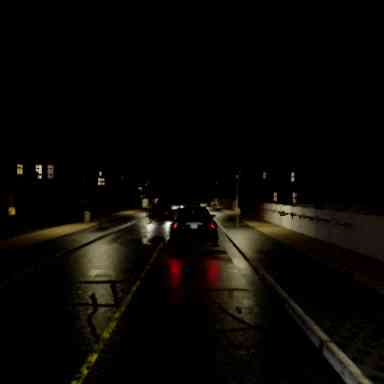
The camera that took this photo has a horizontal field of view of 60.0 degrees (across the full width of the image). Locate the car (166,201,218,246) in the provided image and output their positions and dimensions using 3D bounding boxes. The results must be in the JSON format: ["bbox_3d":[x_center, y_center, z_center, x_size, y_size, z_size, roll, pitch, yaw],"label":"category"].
[{"bbox_3d":[0.087,1.491,16.126,2.097,1.767,4.553,0,0,0],"label":"car"}]

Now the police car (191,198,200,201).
[{"bbox_3d":[0.788,2.220,72.574,1.930,1.638,5.238,0,-1,0],"label":"police car"}]

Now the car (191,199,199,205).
[{"bbox_3d":[0.780,2.529,88.464,1.837,1.490,4.892,0,-1,0],"label":"car"}]

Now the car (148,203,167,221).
[{"bbox_3d":[-2.862,1.762,30.766,1.882,1.535,5.008,0,-1,0],"label":"car"}]

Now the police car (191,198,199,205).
[{"bbox_3d":[0.783,2.363,82.575,1.930,1.638,5.238,0,-1,0],"label":"police car"}]

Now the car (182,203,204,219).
[{"bbox_3d":[0.080,1.872,33.006,1.994,1.385,4.181,0,-1,0],"label":"car"}]
